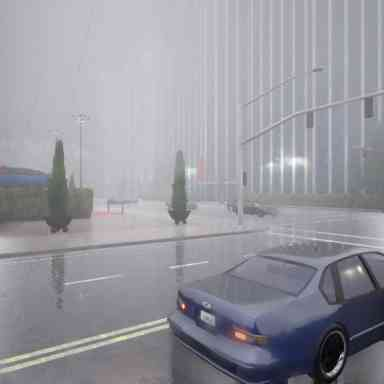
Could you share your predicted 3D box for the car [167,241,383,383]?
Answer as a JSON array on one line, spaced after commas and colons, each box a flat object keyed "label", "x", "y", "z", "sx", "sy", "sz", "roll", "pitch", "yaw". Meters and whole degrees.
[{"label": "car", "x": 2.243, "y": 1.547, "z": 5.402, "sx": 5.357, "sy": 1.411, "sz": 2.033, "roll": 0, "pitch": 0, "yaw": -35}]

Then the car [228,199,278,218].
[{"label": "car", "x": 5.809, "y": 1.526, "z": 30.752, "sx": 1.812, "sy": 1.442, "sz": 4.674, "roll": 0, "pitch": 0, "yaw": -34}]

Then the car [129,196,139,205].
[{"label": "car", "x": -11.466, "y": 1.525, "z": 60.772, "sx": 1.812, "sy": 1.442, "sz": 4.674, "roll": 0, "pitch": 0, "yaw": -35}]

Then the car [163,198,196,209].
[{"label": "car", "x": -1.834, "y": 1.548, "z": 47.344, "sx": 2.033, "sy": 1.411, "sz": 5.357, "roll": 0, "pitch": 0, "yaw": -35}]

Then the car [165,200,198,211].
[{"label": "car", "x": -1.270, "y": 1.525, "z": 40.622, "sx": 1.812, "sy": 1.442, "sz": 4.674, "roll": 0, "pitch": 0, "yaw": -36}]

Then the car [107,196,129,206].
[{"label": "car", "x": -13.077, "y": 1.506, "z": 56.988, "sx": 1.837, "sy": 1.490, "sz": 4.892, "roll": 0, "pitch": 0, "yaw": -35}]
